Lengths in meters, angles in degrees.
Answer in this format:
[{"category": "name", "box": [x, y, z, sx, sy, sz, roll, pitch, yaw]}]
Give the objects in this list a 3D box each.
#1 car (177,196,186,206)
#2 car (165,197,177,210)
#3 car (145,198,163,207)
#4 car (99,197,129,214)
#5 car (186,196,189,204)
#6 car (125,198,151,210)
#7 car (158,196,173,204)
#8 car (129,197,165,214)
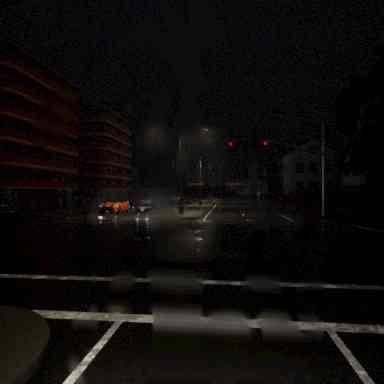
[{"category": "car", "box": [-2.684, 1.491, 53.135, 2.128, 1.511, 4.902, 0, 0, 6]}, {"category": "car", "box": [-3.634, 1.601, 44.090, 1.895, 1.301, 4.718, 0, 0, 6]}, {"category": "car", "box": [-6.124, 1.601, 53.900, 1.895, 1.301, 4.718, 0, 0, 6]}, {"category": "car", "box": [-8.105, 1.352, 34.951, 2.097, 1.767, 4.553, 0, 0, 6]}, {"category": "car", "box": [-1.631, 1.505, 63.037, 1.837, 1.490, 4.892, 0, 0, 7]}, {"category": "car", "box": [-7.120, 1.545, 44.369, 2.033, 1.411, 5.357, 0, 0, 6]}, {"category": "car", "box": [-5.062, 1.564, 63.874, 1.994, 1.385, 4.181, 0, 0, 6]}, {"category": "car", "box": [-4.590, 1.491, 34.880, 2.128, 1.511, 4.902, 0, 0, 6]}]
